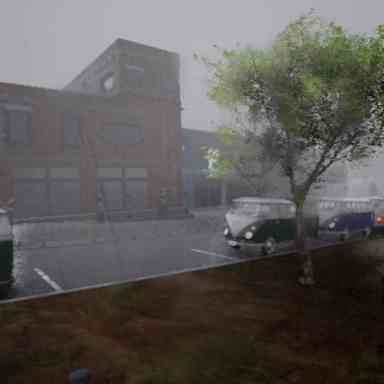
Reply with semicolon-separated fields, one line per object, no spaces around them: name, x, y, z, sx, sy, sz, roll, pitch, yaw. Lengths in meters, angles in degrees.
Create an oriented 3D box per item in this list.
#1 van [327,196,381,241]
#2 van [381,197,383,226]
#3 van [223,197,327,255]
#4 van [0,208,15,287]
van;7.361;1.249;16.485;4.442;1.987;1.878;2;0;-42
van;11.520;1.283;20.222;4.442;1.987;1.878;2;0;-42
van;3.090;1.226;12.893;4.442;1.987;1.878;2;0;-41
van;-5.886;1.208;6.218;4.442;1.987;1.878;1;0;-36
